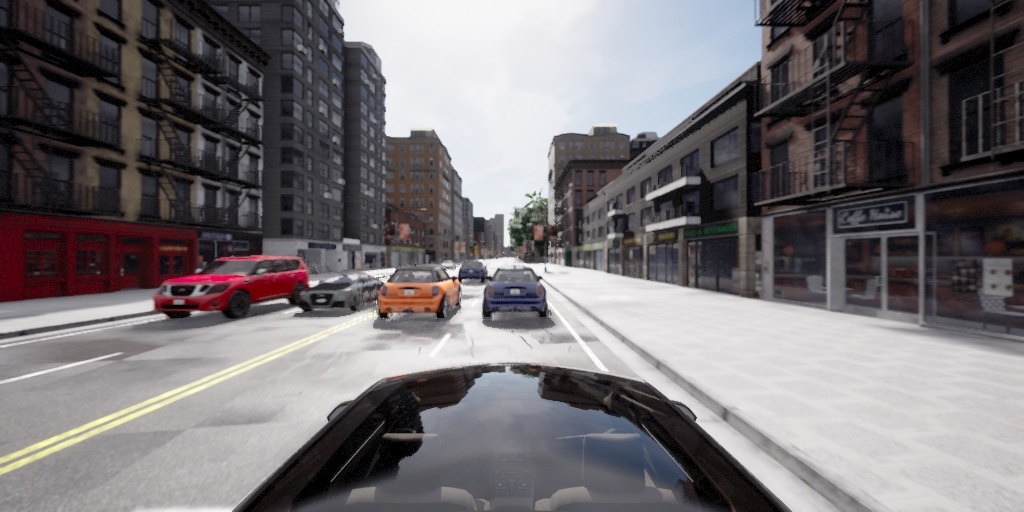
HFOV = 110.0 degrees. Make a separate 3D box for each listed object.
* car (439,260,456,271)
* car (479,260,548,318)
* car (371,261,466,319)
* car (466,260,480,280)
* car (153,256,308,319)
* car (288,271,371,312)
[{"bbox_3d":[-9.816,1.432,54.988,1.812,1.442,4.674,0,0,0],"label":"car"},{"bbox_3d":[0.097,1.143,13.330,2.097,1.767,4.553,0,0,0],"label":"car"},{"bbox_3d":[-3.152,1.143,13.136,2.097,1.767,4.553,0,0,0],"label":"car"},{"bbox_3d":[-3.156,1.188,29.740,2.097,1.767,4.553,0,0,0],"label":"car"},{"bbox_3d":[-9.852,1.012,13.361,2.150,2.045,5.566,0,0,0],"label":"car"},{"bbox_3d":[-6.603,1.358,14.406,1.994,1.385,4.181,0,0,0],"label":"car"}]
